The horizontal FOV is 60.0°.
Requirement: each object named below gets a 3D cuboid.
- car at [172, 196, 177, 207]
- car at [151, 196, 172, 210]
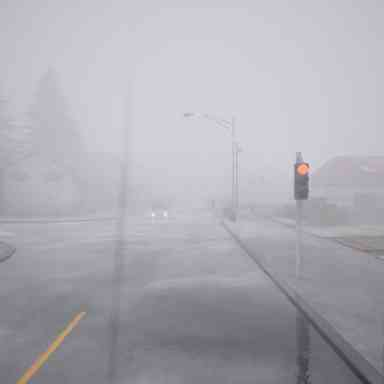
[{"bbox_3d":[-3.938,1.352,52.330,2.097,1.767,4.553,0,0,0],"label":"car"},{"bbox_3d":[-3.974,1.505,42.288,1.837,1.490,4.892,0,0,0],"label":"car"}]
